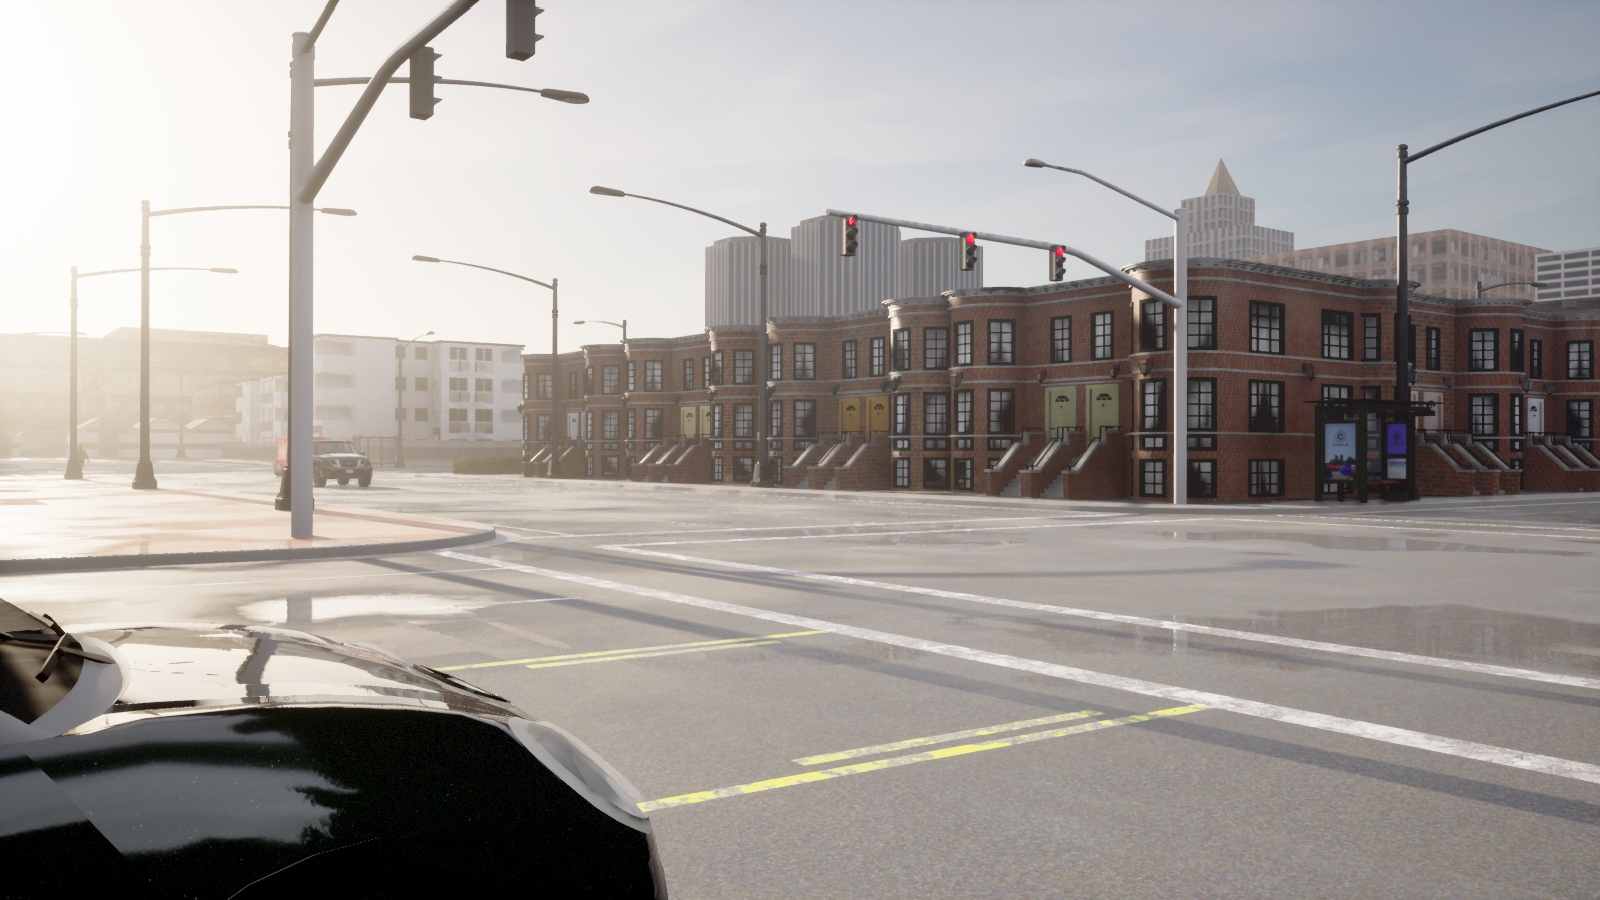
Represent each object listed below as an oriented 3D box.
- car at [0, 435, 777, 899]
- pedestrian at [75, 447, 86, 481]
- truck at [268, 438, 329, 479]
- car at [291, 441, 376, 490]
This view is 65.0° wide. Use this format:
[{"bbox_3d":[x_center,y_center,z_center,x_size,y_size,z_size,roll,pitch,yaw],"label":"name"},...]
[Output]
[{"bbox_3d":[-2.171,0.720,2.205,3.806,1.475,1.970,0,0,-35],"label":"car"},{"bbox_3d":[-39.250,0.744,68.509,0.431,1.840,0.709,0,0,-41],"label":"pedestrian"},{"bbox_3d":[-30.916,0.528,77.294,2.627,2.467,5.204,0,-1,-32],"label":"truck"},{"bbox_3d":[-20.410,0.641,54.773,2.150,2.045,5.566,0,0,-35],"label":"car"}]
